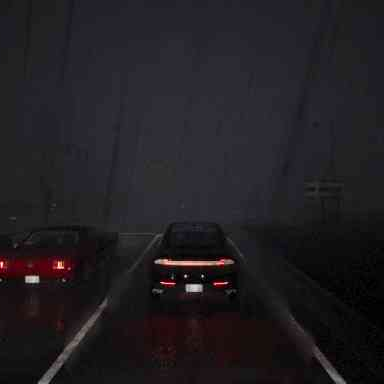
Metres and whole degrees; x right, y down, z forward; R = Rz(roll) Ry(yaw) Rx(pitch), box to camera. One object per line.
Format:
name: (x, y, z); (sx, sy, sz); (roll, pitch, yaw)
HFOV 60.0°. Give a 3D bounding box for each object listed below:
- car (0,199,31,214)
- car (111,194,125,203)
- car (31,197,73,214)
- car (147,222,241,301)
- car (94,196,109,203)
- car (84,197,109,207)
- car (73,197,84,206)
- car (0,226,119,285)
car: (-18.588, 1.477, 35.308); (1.882, 1.535, 5.008); (0, 0, 0)
car: (-14.980, 1.356, 67.286); (2.097, 1.767, 4.553); (0, 0, 0)
car: (-15.088, 1.352, 36.094); (2.097, 1.767, 4.553); (0, 0, 0)
car: (0.060, 1.492, 8.329); (2.128, 1.511, 4.902); (0, 0, 0)
car: (-18.478, 1.595, 68.090); (1.895, 1.301, 4.718); (0, 0, 0)
car: (-15.074, 1.563, 52.589); (1.994, 1.385, 4.181); (0, 0, 0)
car: (-18.570, 1.525, 53.224); (1.812, 1.442, 4.674); (0, 0, 0)
car: (-3.432, 1.601, 9.415); (1.895, 1.301, 4.718); (0, 0, 0)
